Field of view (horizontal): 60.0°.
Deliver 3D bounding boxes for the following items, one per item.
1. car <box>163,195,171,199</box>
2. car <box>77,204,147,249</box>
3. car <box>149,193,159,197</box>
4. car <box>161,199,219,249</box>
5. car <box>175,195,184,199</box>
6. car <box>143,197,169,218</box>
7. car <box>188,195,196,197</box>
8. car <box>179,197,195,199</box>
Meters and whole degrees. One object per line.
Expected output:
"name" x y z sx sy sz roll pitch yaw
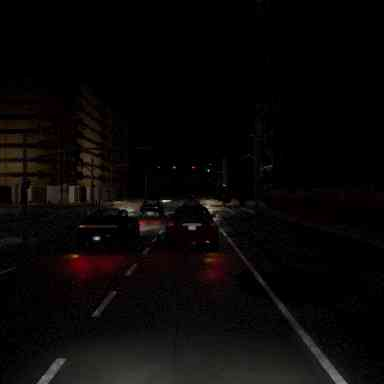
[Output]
"car" -7.000 1.468 92.221 2.128 1.511 4.902 0 0 1
"car" -3.500 1.493 14.650 2.128 1.511 4.902 0 0 0
"car" -10.500 1.168 92.235 2.150 2.045 5.566 0 0 1
"car" 0.000 1.364 14.620 2.097 1.767 4.553 0 0 0
"car" -3.563 1.499 87.151 2.033 1.411 5.357 0 0 1
"car" -3.500 1.493 29.652 2.128 1.511 4.902 0 0 0
"car" -0.063 1.484 87.140 2.128 1.511 4.902 0 0 1
"car" 0.000 1.483 29.652 1.882 1.535 5.008 0 0 0
